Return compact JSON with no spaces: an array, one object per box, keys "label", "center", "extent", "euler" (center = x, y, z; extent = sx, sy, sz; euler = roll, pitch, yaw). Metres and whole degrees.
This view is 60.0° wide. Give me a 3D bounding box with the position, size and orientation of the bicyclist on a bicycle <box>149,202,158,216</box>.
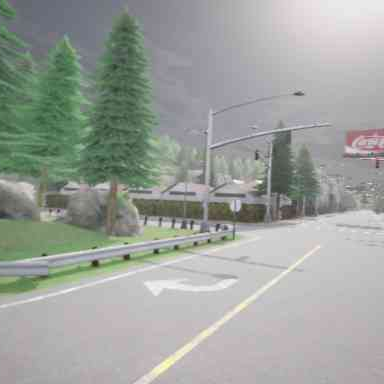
[{"label":"bicyclist on a bicycle","center":[-4.486,2.024,38.943],"extent":[0.582,1.620,1.656],"euler":[2,-1,29]}]
